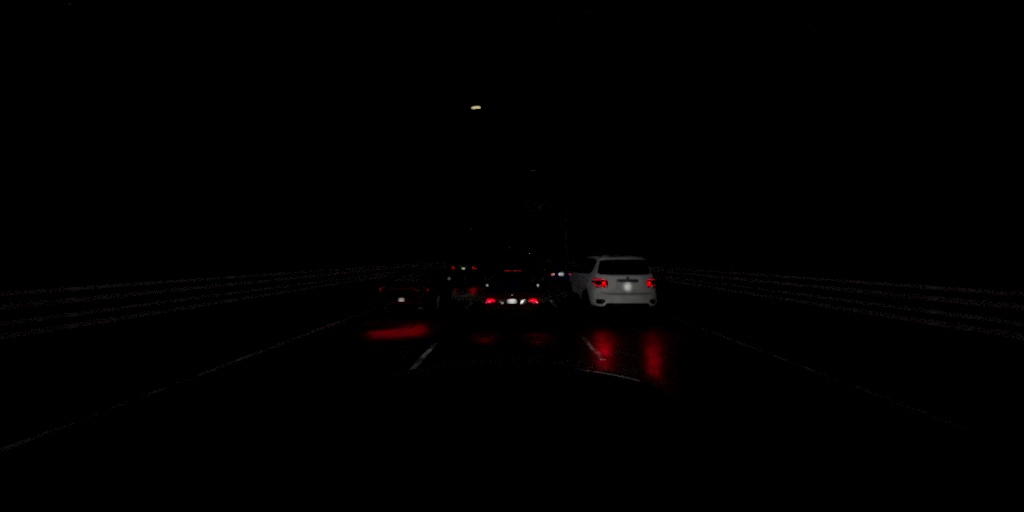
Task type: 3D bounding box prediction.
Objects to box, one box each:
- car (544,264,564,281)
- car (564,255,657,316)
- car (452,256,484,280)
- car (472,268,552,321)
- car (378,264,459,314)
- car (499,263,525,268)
[{"bbox_3d":[3.503,1.322,27.465,2.033,1.411,5.357,0,0,0],"label":"car"},{"bbox_3d":[3.524,0.981,13.537,2.150,2.045,5.566,0,0,0],"label":"car"},{"bbox_3d":[-3.487,0.999,28.507,2.150,2.045,5.566,0,0,0],"label":"car"},{"bbox_3d":[0.014,1.304,12.455,2.033,1.411,5.357,0,0,0],"label":"car"},{"bbox_3d":[-3.474,1.236,13.797,1.882,1.535,5.008,0,0,0],"label":"car"},{"bbox_3d":[0.026,1.283,29.645,1.837,1.490,4.892,0,0,1],"label":"car"}]
